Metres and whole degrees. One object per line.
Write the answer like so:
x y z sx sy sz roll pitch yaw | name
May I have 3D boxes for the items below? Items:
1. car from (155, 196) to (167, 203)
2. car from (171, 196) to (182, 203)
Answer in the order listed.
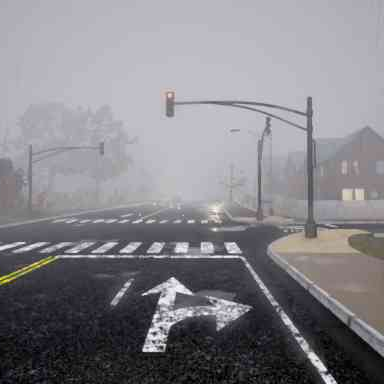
-6.374 1.497 68.130 1.882 1.535 5.008 0 0 5 | car
-3.139 1.535 67.814 1.812 1.442 4.674 0 0 5 | car
